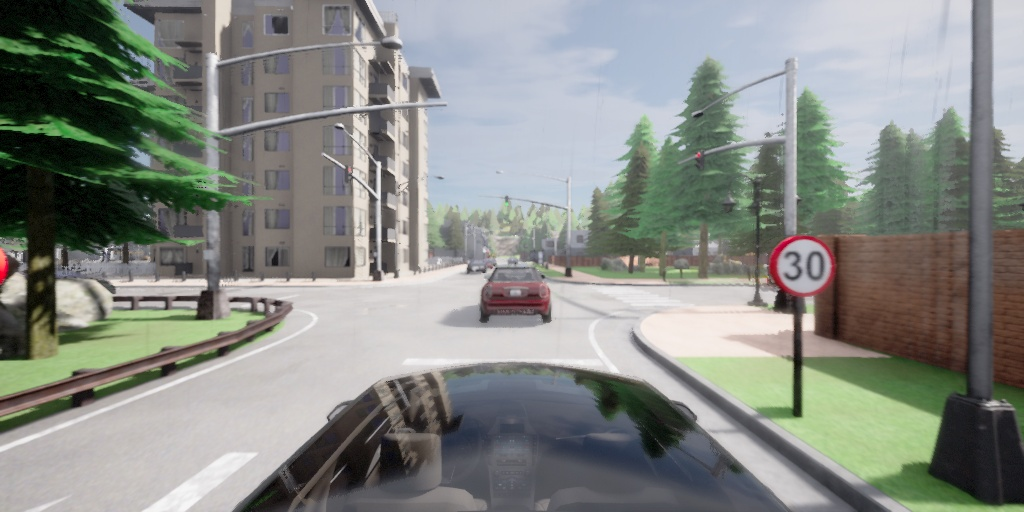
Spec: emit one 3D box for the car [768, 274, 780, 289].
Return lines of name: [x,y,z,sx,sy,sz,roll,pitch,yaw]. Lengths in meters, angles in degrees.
car: [16.848,1.113,19.694,5.008,1.535,1.882,0,0,-1]

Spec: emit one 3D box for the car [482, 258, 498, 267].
car: [-3.445,0.988,57.222,2.033,1.411,5.357,0,0,1]

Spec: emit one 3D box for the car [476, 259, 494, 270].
car: [-3.511,1.064,46.618,1.994,1.385,4.181,0,0,0]

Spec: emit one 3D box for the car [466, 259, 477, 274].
car: [-3.537,1.046,36.763,2.128,1.511,4.902,0,0,0]

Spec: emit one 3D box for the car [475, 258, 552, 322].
car: [0.113,1.037,12.144,2.097,1.767,4.553,0,0,0]

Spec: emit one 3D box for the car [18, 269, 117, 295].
car: [-19.556,1.254,15.143,4.181,1.385,1.994,0,0,-1]

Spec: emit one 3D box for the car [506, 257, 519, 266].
car: [0.190,0.969,60.594,2.033,1.411,5.357,0,0,2]
